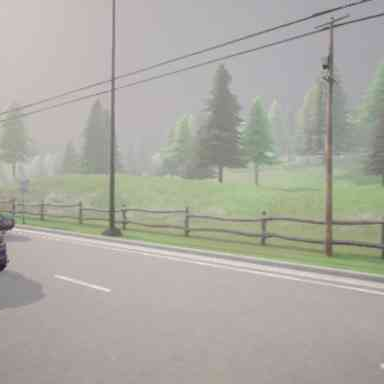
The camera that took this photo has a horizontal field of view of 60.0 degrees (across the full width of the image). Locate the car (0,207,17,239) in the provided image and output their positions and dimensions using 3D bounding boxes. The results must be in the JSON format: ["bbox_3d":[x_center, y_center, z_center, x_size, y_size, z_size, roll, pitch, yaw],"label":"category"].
[{"bbox_3d":[-10.445,1.365,15.744,4.718,1.301,1.895,1,1,35],"label":"car"}]

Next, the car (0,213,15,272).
[{"bbox_3d":[-6.986,1.206,8.975,4.553,1.767,2.097,1,1,36],"label":"car"}]
